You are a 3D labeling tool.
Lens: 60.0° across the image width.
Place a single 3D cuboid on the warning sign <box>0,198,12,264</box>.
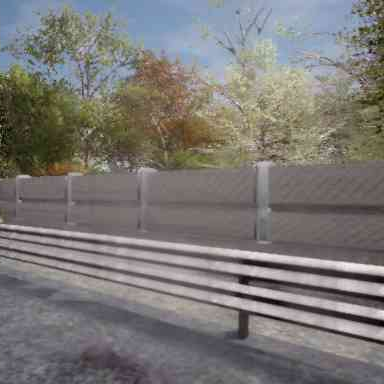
[{"bbox_3d":[-6.068,1.128,9.487,1.060,1.860,1.300,0,0,36],"label":"warning sign"}]
